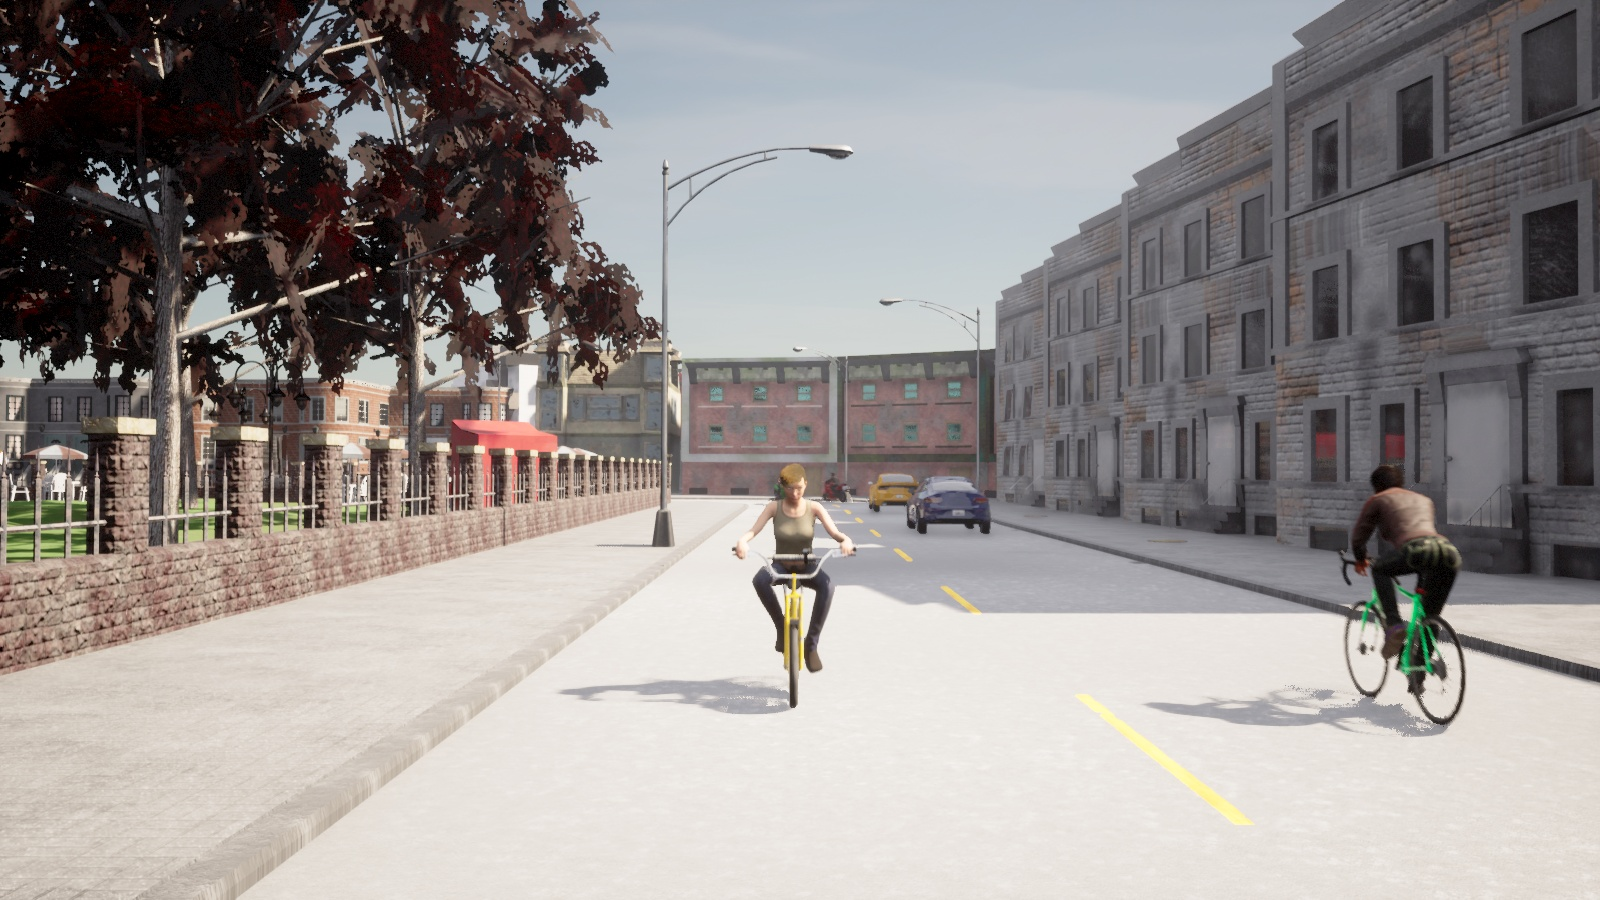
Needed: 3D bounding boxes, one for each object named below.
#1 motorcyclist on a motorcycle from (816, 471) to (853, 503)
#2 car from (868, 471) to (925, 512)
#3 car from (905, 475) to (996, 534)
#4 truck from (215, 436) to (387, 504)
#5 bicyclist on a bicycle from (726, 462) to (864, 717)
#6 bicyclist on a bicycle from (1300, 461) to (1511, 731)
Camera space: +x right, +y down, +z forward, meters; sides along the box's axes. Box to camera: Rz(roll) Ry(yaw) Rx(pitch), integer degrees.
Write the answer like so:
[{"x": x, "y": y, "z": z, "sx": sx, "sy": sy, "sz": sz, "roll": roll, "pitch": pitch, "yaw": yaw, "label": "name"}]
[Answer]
[{"x": 1.698, "y": 1.838, "z": 62.158, "sx": 0.797, "sy": 1.523, "sz": 2.044, "roll": -2, "pitch": 0, "yaw": -33, "label": "motorcyclist on a motorcycle"}, {"x": 3.809, "y": 1.627, "z": 50.510, "sx": 1.882, "sy": 1.535, "sz": 5.008, "roll": 0, "pitch": -1, "yaw": 0, "label": "car"}, {"x": 3.879, "y": 1.383, "z": 33.137, "sx": 1.812, "sy": 1.442, "sz": 4.674, "roll": 0, "pitch": -1, "yaw": 0, "label": "car"}, {"x": -26.305, "y": 1.057, "z": 66.468, "sx": 7.936, "sy": 3.462, "sz": 2.891, "roll": 0, "pitch": -1, "yaw": 0, "label": "truck"}, {"x": -0.035, "y": 0.898, "z": 8.723, "sx": 0.866, "sy": 1.612, "sz": 1.509, "roll": 0, "pitch": -1, "yaw": 0, "label": "bicyclist on a bicycle"}, {"x": 3.976, "y": 0.893, "z": 8.393, "sx": 0.582, "sy": 1.620, "sz": 1.656, "roll": 0, "pitch": -1, "yaw": 0, "label": "bicyclist on a bicycle"}]
